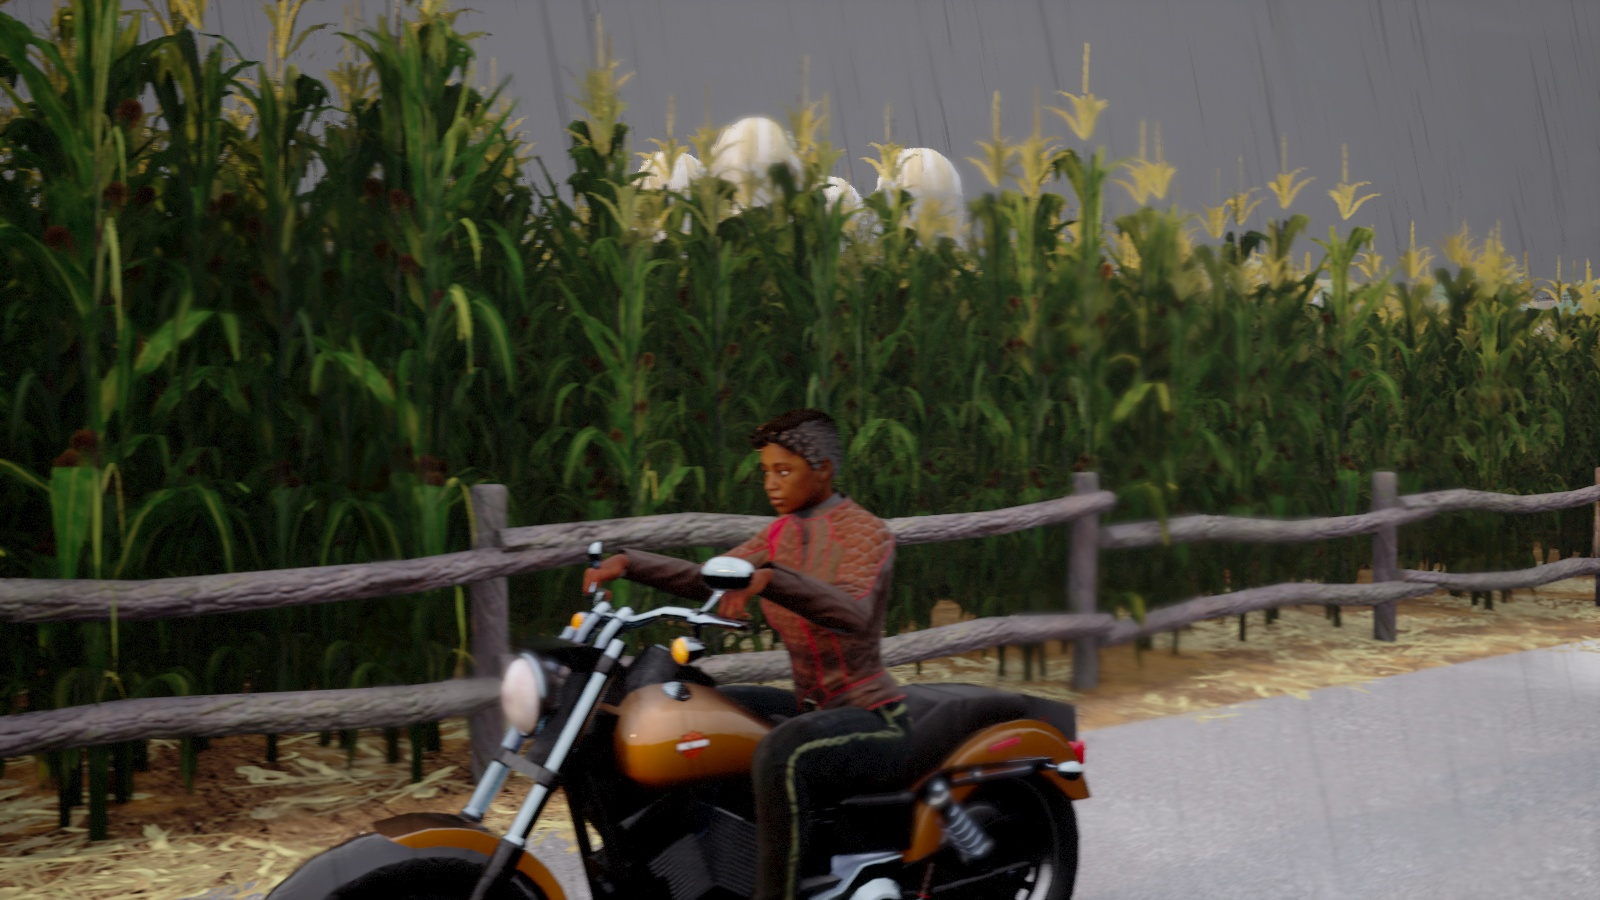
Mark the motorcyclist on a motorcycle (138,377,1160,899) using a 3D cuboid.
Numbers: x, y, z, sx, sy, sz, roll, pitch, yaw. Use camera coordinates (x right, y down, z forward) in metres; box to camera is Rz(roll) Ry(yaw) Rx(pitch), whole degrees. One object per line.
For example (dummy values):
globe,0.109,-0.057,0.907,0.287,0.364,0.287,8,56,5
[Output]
motorcyclist on a motorcycle,-0.216,0.703,3.021,2.350,1.649,0.766,0,0,-35
